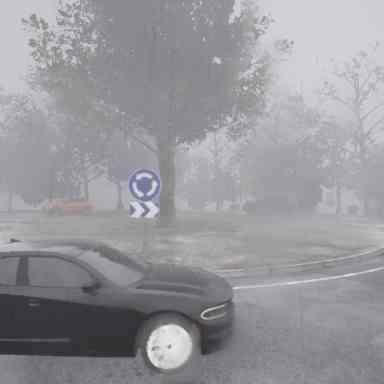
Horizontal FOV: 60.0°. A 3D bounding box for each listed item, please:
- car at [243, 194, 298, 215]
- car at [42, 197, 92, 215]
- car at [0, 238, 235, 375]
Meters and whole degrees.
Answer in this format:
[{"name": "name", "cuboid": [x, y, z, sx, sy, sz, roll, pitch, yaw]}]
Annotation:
[{"name": "car", "cuboid": [7.888, 1.221, 33.780, 5.566, 2.045, 2.150, 0, -1, 39]}, {"name": "car", "cuboid": [-12.466, 1.352, 33.233, 4.553, 1.767, 2.097, 0, 0, -37]}, {"name": "car", "cuboid": [-1.873, 1.478, 5.036, 5.008, 1.535, 1.882, 0, 0, 2]}]
